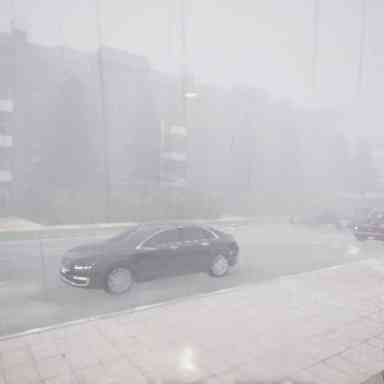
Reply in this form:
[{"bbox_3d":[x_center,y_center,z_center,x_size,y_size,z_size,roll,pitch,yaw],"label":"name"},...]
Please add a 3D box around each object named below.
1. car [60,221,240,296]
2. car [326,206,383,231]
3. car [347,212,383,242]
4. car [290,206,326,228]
[{"bbox_3d":[-0.895,1.565,8.875,4.892,1.490,1.837,1,-1,-35],"label":"car"},{"bbox_3d":[11.306,1.791,21.768,4.902,1.511,2.128,1,-1,-35],"label":"car"},{"bbox_3d":[10.079,1.840,16.643,4.718,1.301,1.895,1,-1,-35],"label":"car"},{"bbox_3d":[9.272,1.792,24.616,4.902,1.511,2.128,1,-1,-35],"label":"car"}]
